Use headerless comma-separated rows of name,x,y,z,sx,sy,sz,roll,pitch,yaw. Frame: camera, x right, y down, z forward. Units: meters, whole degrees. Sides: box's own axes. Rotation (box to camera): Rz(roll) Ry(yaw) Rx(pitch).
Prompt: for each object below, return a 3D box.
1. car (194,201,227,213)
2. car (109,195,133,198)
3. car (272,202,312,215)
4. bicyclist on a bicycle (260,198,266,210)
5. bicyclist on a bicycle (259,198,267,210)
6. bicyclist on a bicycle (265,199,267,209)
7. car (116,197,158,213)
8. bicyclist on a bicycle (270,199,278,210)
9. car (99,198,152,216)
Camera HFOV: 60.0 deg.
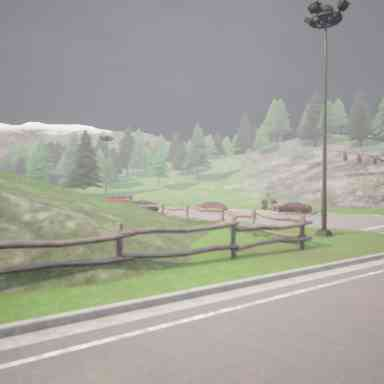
car,2.385,1.883,42.359,4.181,1.385,1.994,0,-1,31
car,-11.596,1.461,51.447,5.566,2.045,2.150,1,0,13
car,12.080,1.930,40.300,4.674,1.442,1.812,0,-1,35
bicyclist on a bicycle,10.345,1.732,46.447,0.582,1.620,1.656,0,0,34
bicyclist on a bicycle,9.975,1.729,46.695,0.582,1.620,1.656,0,0,34
bicyclist on a bicycle,11.082,1.736,45.946,0.582,1.620,1.656,0,0,34
car,-6.376,1.710,38.958,4.892,1.490,1.837,0,-2,22
bicyclist on a bicycle,11.449,1.738,45.694,0.582,1.620,1.656,0,0,35
car,-7.141,1.678,35.491,4.892,1.490,1.837,0,-2,23
